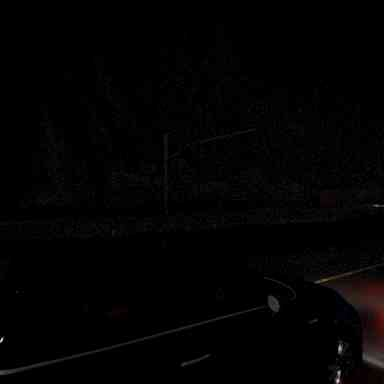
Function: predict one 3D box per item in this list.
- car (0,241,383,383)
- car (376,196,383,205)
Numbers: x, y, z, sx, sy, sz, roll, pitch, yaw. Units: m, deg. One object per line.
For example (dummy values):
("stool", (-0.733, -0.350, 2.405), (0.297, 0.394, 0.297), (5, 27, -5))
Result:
("car", (-0.107, 1.351, 3.668), (4.553, 1.767, 2.097), (0, 0, -36))
("car", (30.809, 1.255, 52.345), (4.892, 1.490, 1.837), (0, 0, -36))
